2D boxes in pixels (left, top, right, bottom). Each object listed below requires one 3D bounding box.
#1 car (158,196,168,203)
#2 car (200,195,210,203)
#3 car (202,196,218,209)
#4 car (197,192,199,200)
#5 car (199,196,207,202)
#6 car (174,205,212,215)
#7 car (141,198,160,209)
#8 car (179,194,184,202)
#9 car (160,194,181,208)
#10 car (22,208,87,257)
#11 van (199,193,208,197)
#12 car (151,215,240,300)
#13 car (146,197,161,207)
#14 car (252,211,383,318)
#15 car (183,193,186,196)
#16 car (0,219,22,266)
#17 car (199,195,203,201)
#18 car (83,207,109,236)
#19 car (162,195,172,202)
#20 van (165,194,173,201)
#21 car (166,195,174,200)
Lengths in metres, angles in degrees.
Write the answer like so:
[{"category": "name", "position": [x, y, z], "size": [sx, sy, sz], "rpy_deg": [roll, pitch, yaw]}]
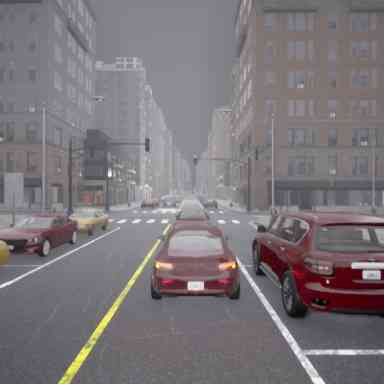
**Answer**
[{"category": "car", "position": [-5.917, 1.579, 68.297], "size": [1.802, 1.307, 4.206], "rpy_deg": [1, 0, 0]}, {"category": "car", "position": [2.625, 1.578, 51.278], "size": [1.802, 1.307, 4.206], "rpy_deg": [1, 0, 0]}, {"category": "car", "position": [2.631, 1.578, 45.605], "size": [1.802, 1.307, 4.206], "rpy_deg": [1, 0, 0]}, {"category": "car", "position": [2.611, 1.312, 68.298], "size": [2.192, 1.841, 5.009], "rpy_deg": [1, 0, 0]}, {"category": "car", "position": [2.597, 1.582, 79.645], "size": [1.802, 1.307, 4.206], "rpy_deg": [1, 0, 0]}, {"category": "car", "position": [0.046, 1.599, 17.468], "size": [1.895, 1.301, 4.718], "rpy_deg": [0, 0, 0]}, {"category": "car", "position": [-5.895, 1.540, 45.606], "size": [1.887, 1.381, 4.507], "rpy_deg": [1, 0, 0]}, {"category": "car", "position": [-3.110, 1.544, 63.170], "size": [2.033, 1.411, 5.357], "rpy_deg": [0, 0, 1]}, {"category": "car", "position": [-3.139, 1.487, 47.398], "size": [2.128, 1.511, 4.902], "rpy_deg": [0, 0, 0]}, {"category": "car", "position": [-5.862, 1.543, 12.961], "size": [1.887, 1.381, 4.507], "rpy_deg": [1, 0, 0]}, {"category": "van", "position": [2.616, 1.338, 62.625], "size": [1.690, 1.788, 3.998], "rpy_deg": [1, 0, 0]}, {"category": "car", "position": [0.078, 1.525, 8.290], "size": [1.812, 1.442, 4.674], "rpy_deg": [0, 0, 0]}, {"category": "car", "position": [-5.900, 1.540, 51.279], "size": [1.887, 1.381, 4.507], "rpy_deg": [1, 0, 0]}, {"category": "car", "position": [2.671, 1.314, 7.336], "size": [2.192, 1.841, 5.009], "rpy_deg": [1, 0, 0]}, {"category": "car", "position": [-3.077, 1.525, 78.523], "size": [2.033, 1.411, 5.357], "rpy_deg": [0, 0, 0]}, {"category": "car", "position": [-5.856, 1.524, 7.167], "size": [1.752, 1.417, 4.829], "rpy_deg": [1, 0, 0]}, {"category": "car", "position": [2.619, 1.578, 56.952], "size": [1.802, 1.307, 4.206], "rpy_deg": [1, 0, 0]}, {"category": "car", "position": [-5.868, 1.523, 18.416], "size": [1.752, 1.417, 4.829], "rpy_deg": [1, 0, 0]}, {"category": "car", "position": [-5.927, 1.440, 79.643], "size": [1.967, 1.590, 4.097], "rpy_deg": [1, 0, 0]}, {"category": "van", "position": [-5.932, 1.343, 85.316], "size": [1.690, 1.788, 3.998], "rpy_deg": [1, 0, 0]}, {"category": "car", "position": [-5.940, 1.586, 90.988], "size": [1.802, 1.307, 4.206], "rpy_deg": [1, 0, 0]}]
